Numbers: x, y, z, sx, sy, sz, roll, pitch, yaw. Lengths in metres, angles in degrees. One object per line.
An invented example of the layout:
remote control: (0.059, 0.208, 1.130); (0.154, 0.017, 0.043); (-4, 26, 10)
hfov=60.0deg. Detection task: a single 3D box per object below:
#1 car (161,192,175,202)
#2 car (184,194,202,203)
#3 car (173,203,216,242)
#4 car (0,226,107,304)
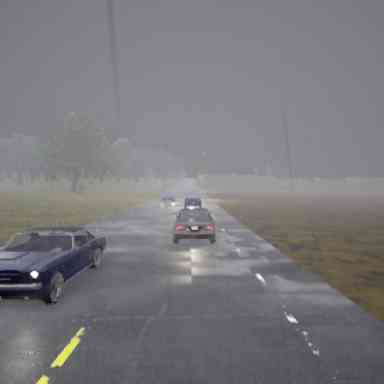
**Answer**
car: (-3.562, 0.697, 50.012); (1.882, 1.535, 5.008); (0, 1, 0)
car: (0.110, 0.983, 38.379); (1.882, 1.535, 5.008); (0, 1, 0)
car: (0.107, 1.454, 15.687); (2.033, 1.411, 5.357); (0, 1, 0)
car: (-3.598, 1.571, 8.211); (1.895, 1.301, 4.718); (0, 0, 0)
